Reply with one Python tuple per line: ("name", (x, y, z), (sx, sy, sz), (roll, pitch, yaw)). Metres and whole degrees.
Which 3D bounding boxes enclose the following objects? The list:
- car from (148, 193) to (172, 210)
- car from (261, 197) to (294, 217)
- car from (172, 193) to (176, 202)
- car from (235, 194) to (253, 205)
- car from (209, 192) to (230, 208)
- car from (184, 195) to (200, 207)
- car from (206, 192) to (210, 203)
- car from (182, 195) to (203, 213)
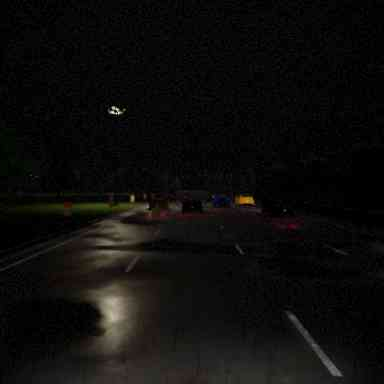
("car", (-3.462, 1.132, 35.353), (1.812, 1.442, 4.674), (0, 1, 0))
("car", (7.063, 1.177, 27.791), (2.128, 1.511, 4.902), (0, 1, 0))
("car", (-3.573, 0.919, 54.423), (1.812, 1.442, 4.674), (0, 1, 0))
("car", (7.009, 0.974, 44.764), (1.882, 1.535, 5.008), (0, 1, 0))
("car", (3.481, 1.027, 40.154), (1.882, 1.535, 5.008), (0, 0, 1))
("car", (-0.040, 1.081, 43.244), (1.994, 1.385, 4.181), (0, 1, 0))
("car", (3.431, 0.752, 53.502), (2.097, 1.767, 4.553), (0, 1, 0))
("car", (0.032, 1.125, 31.544), (1.882, 1.535, 5.008), (0, 1, 0))
